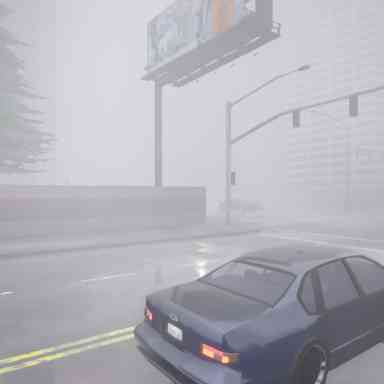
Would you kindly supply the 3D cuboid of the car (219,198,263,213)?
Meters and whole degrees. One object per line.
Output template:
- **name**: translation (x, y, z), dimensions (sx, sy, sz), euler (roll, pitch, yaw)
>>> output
- **car**: translation (5.092, 1.475, 36.865), dimensions (1.882, 1.535, 5.008), euler (0, 0, -35)

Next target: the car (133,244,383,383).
- **car**: translation (1.832, 1.547, 5.069), dimensions (5.357, 1.411, 2.033), euler (0, 0, -37)
